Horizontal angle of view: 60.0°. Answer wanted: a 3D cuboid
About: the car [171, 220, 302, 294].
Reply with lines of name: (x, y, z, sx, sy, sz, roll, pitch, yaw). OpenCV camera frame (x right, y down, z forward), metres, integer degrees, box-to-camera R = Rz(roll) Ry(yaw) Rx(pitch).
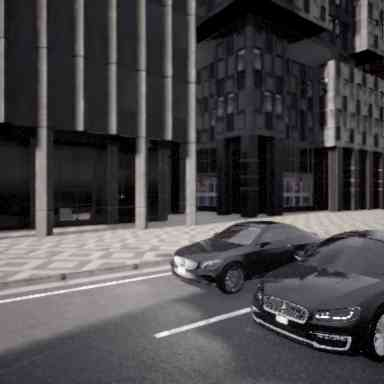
car: (1.664, 1.515, 8.856, 4.674, 1.442, 1.812, 0, 0, -35)

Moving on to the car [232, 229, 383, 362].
car: (3.210, 1.497, 5.970, 4.892, 1.490, 1.837, 0, 0, -35)
